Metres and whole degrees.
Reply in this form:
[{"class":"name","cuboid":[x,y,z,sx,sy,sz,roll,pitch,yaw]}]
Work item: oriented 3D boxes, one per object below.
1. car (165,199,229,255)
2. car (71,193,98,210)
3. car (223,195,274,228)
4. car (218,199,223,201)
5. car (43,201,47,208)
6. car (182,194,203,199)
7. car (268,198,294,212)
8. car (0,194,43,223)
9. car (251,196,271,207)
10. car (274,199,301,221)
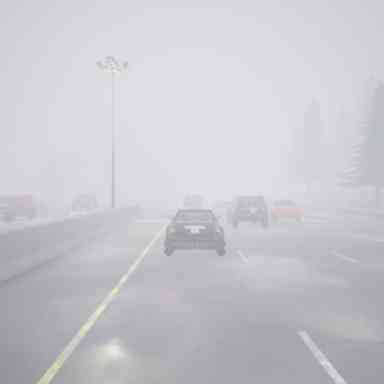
[{"class":"car","cuboid":[0.101,1.347,13.448,2.097,1.767,4.553,0,0,0]},{"class":"car","cuboid":[-13.998,1.204,43.725,2.150,2.045,5.566,0,0,0]},{"class":"car","cuboid":[3.600,1.214,22.291,2.150,2.045,5.566,0,0,0]},{"class":"car","cuboid":[3.524,1.534,41.665,2.033,1.411,5.357,0,0,0]},{"class":"car","cuboid":[-20.998,1.555,43.756,2.033,1.411,5.357,0,0,0]},{"class":"car","cuboid":[0.102,1.211,37.621,2.150,2.045,5.566,0,0,0]},{"class":"car","cuboid":[10.502,1.512,39.583,1.812,1.442,4.674,0,0,0]},{"class":"car","cuboid":[-14.088,1.214,25.697,2.150,2.045,5.566,0,0,0]},{"class":"car","cuboid":[10.515,1.475,50.996,2.128,1.511,4.902,0,0,0]},{"class":"car","cuboid":[7.101,1.343,26.843,2.097,1.767,4.553,0,0,0]}]
